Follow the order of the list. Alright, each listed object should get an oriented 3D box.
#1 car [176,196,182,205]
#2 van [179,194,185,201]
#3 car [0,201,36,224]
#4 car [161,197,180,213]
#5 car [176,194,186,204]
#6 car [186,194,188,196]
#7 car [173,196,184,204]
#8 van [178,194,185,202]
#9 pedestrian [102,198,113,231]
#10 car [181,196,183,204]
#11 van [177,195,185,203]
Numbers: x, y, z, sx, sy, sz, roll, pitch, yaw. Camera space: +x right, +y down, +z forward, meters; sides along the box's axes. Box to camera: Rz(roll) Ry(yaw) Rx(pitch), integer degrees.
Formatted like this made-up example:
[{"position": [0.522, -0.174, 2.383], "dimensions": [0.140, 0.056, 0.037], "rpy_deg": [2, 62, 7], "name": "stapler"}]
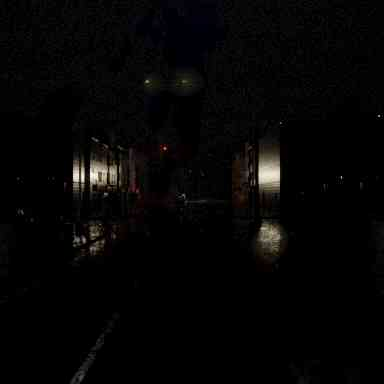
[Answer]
[{"position": [-2.636, 1.601, 43.991], "dimensions": [1.887, 1.381, 4.507], "rpy_deg": [0, 0, 0], "name": "car"}, {"position": [-2.639, 1.547, 88.835], "dimensions": [1.690, 1.788, 3.998], "rpy_deg": [0, 0, 0], "name": "van"}, {"position": [-13.469, 1.383, 23.307], "dimensions": [4.553, 1.767, 2.097], "rpy_deg": [0, 0, -1], "name": "car"}, {"position": [-2.635, 1.569, 38.216], "dimensions": [1.752, 1.417, 4.829], "rpy_deg": [0, 0, 0], "name": "car"}, {"position": [-2.637, 1.544, 60.807], "dimensions": [1.967, 1.590, 4.097], "rpy_deg": [0, 0, 0], "name": "car"}, {"position": [-2.638, 1.457, 72.018], "dimensions": [2.192, 1.841, 5.009], "rpy_deg": [0, 0, 0], "name": "car"}, {"position": [-2.638, 1.562, 66.412], "dimensions": [1.967, 1.590, 4.097], "rpy_deg": [0, 0, 0], "name": "car"}, {"position": [-2.639, 1.524, 83.229], "dimensions": [1.690, 1.788, 3.998], "rpy_deg": [0, 0, 0], "name": "van"}, {"position": [-4.445, 1.150, 17.534], "dimensions": [0.375, 1.860, 0.375], "rpy_deg": [0, 0, 0], "name": "pedestrian"}, {"position": [-2.637, 1.652, 49.596], "dimensions": [1.802, 1.307, 4.206], "rpy_deg": [0, 0, 0], "name": "car"}, {"position": [-2.638, 1.503, 77.624], "dimensions": [1.690, 1.788, 3.998], "rpy_deg": [0, 0, 0], "name": "van"}]
